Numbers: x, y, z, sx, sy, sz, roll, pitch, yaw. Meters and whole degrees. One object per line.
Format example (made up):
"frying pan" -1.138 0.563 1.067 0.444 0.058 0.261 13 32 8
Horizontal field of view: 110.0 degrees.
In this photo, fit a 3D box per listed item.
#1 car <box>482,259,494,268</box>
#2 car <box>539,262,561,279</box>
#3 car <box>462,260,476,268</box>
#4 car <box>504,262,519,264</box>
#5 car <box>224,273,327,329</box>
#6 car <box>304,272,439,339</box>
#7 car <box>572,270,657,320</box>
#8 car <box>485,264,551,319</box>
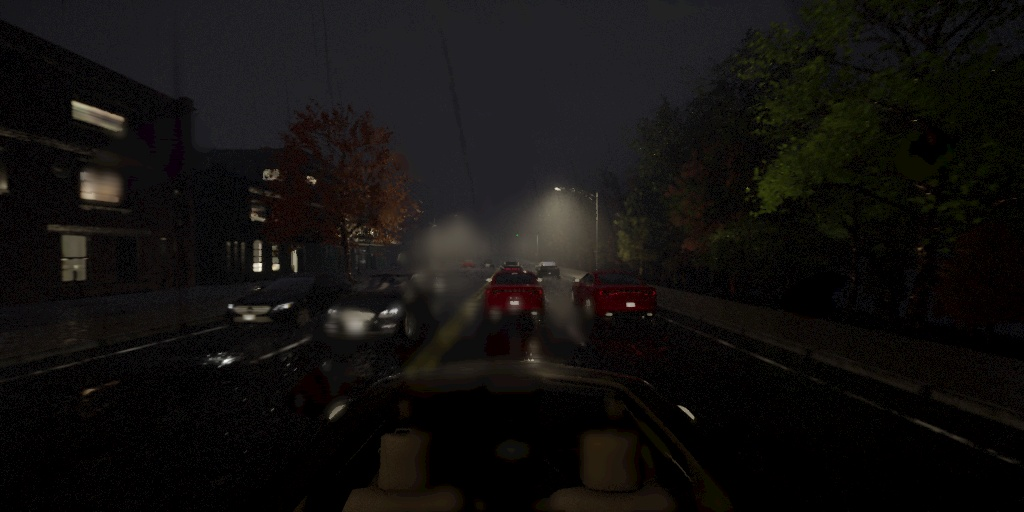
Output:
"car" -3.844 1.271 58.829 1.812 1.442 4.674 0 0 -1
"car" 3.193 1.237 32.243 2.128 1.511 4.902 0 0 -1
"car" -7.100 1.347 59.494 1.895 1.301 4.718 0 0 -1
"car" -0.062 1.251 32.583 1.837 1.490 4.892 0 0 -1
"car" -6.602 1.275 11.329 1.812 1.442 4.674 0 0 0
"car" -3.352 1.241 10.163 2.128 1.511 4.902 0 0 0
"car" 3.351 1.226 12.594 1.882 1.535 5.008 0 0 0
"car" 0.101 1.226 12.801 1.882 1.535 5.008 0 0 0
